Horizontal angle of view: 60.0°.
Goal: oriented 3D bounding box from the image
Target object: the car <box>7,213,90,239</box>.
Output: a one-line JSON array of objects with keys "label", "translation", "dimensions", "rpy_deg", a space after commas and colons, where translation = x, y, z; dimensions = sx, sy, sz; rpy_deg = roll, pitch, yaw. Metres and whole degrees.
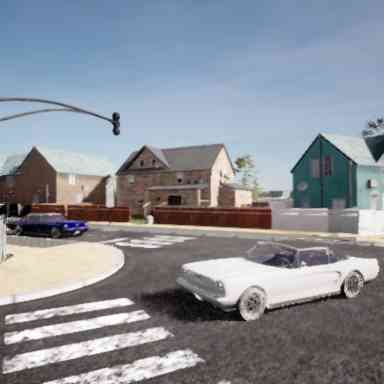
[{"label": "car", "translation": [-8.064, 1.841, 18.715], "dimensions": [4.718, 1.301, 1.895], "rpy_deg": [0, -1, 27]}]

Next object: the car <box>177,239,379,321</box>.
[{"label": "car", "translation": [2.080, 1.835, 7.789], "dimensions": [4.718, 1.301, 1.895], "rpy_deg": [1, -2, -28]}]
